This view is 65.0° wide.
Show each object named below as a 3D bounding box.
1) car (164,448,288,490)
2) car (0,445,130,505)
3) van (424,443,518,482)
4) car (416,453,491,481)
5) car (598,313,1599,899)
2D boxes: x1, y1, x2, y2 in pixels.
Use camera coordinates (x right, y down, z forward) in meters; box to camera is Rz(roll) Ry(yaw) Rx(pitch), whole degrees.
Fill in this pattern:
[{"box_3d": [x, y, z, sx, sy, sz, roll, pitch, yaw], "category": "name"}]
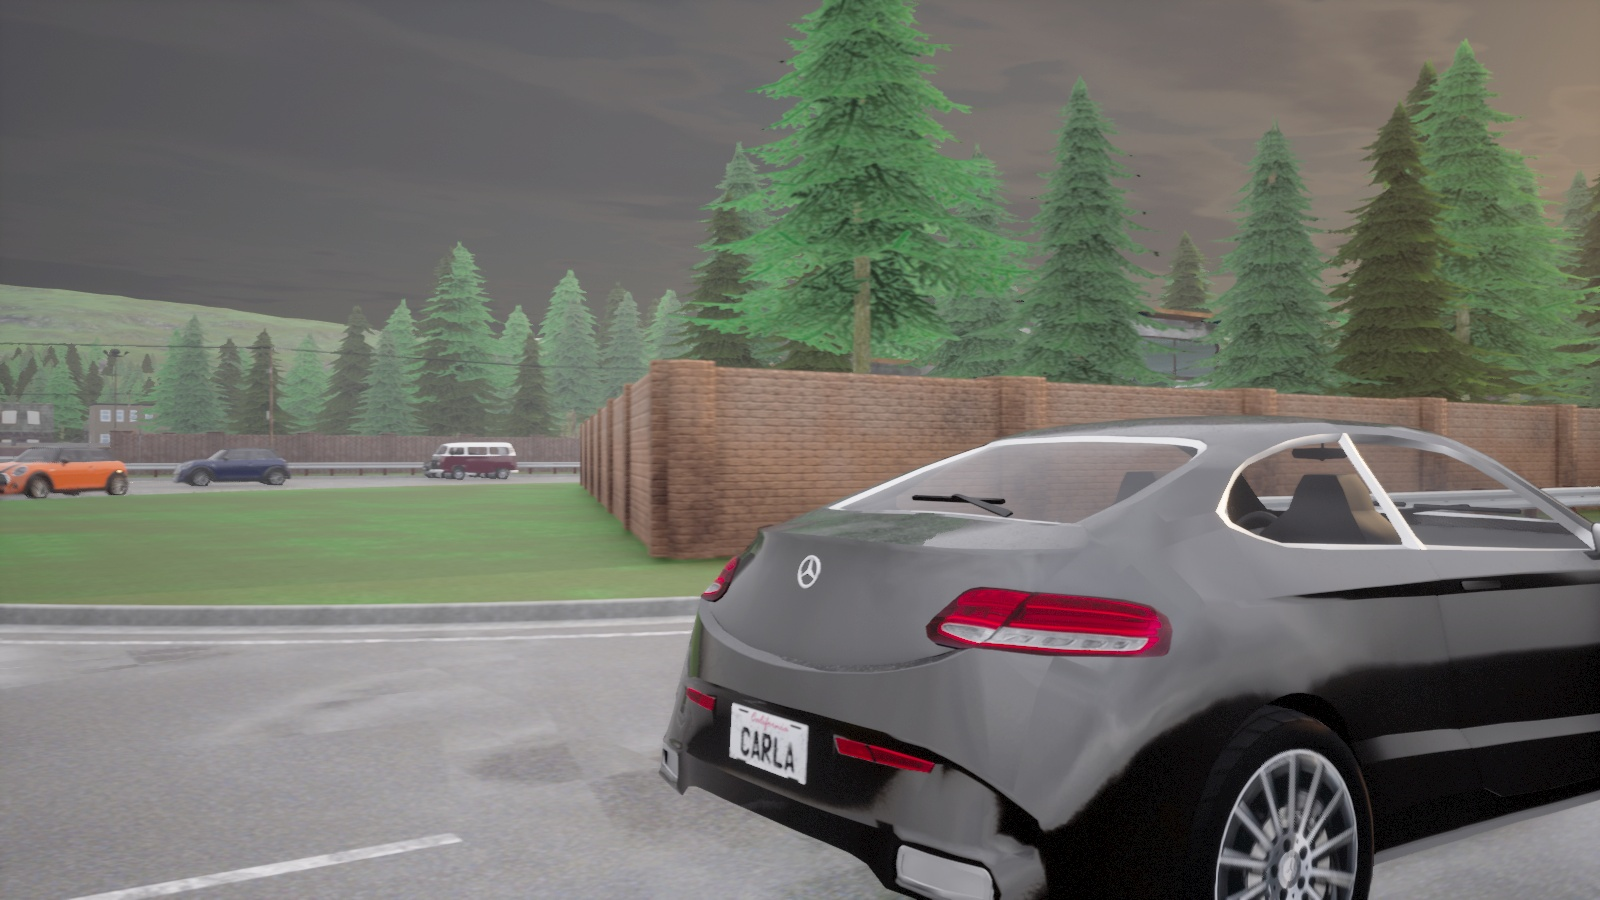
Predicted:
[{"box_3d": [-24.769, 0.788, 54.252, 4.553, 1.767, 2.097, 0, 0, -35], "category": "car"}, {"box_3d": [-23.693, 0.750, 39.434, 2.097, 1.767, 4.553, 0, 0, 16], "category": "car"}, {"box_3d": [-17.722, 0.672, 67.730, 4.480, 2.038, 2.069, 0, 0, -35], "category": "van"}, {"box_3d": [-19.503, 0.938, 70.754, 3.705, 1.549, 1.789, 0, 0, -35], "category": "car"}, {"box_3d": [1.960, 0.532, 5.024, 5.027, 1.651, 2.152, 0, 0, -35], "category": "car"}]
